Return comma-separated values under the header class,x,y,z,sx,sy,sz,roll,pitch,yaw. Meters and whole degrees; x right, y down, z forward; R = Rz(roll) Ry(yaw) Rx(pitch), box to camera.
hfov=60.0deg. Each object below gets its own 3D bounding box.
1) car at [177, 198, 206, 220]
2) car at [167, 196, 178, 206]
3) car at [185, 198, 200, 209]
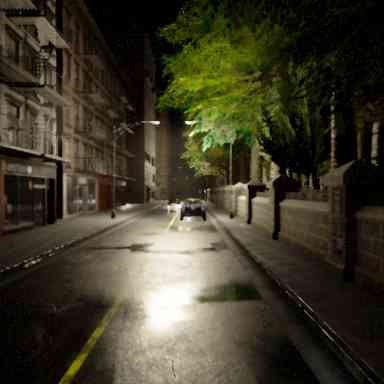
class,x,y,z,sx,sy,sz,roll,pitch,yaw
car,0.088,1.352,28.251,2.097,1.767,4.553,0,0,0
car,-3.074,1.503,56.701,1.837,1.490,4.892,0,0,0
car,0.083,1.565,46.131,1.994,1.385,4.181,0,0,0
